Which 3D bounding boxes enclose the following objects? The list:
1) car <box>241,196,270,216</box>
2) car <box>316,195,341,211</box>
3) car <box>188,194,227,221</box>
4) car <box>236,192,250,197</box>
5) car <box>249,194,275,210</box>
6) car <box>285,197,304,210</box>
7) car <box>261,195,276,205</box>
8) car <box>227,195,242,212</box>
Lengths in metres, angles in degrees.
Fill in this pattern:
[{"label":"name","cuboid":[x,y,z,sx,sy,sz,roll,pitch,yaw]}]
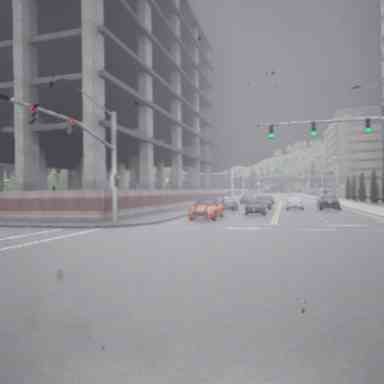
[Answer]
[{"label":"car","cuboid":[6.098,1.390,31.520,1.837,1.490,4.892,-1,0,16]},{"label":"car","cuboid":[15.032,1.099,36.879,2.097,1.767,4.553,-1,0,16]},{"label":"car","cuboid":[1.196,1.314,27.009,2.097,1.767,4.553,-1,0,16]},{"label":"car","cuboid":[9.224,1.172,55.670,2.097,1.767,4.553,-1,0,16]},{"label":"car","cuboid":[8.526,1.195,40.225,2.097,1.767,4.553,-1,0,16]},{"label":"car","cuboid":[11.883,1.319,38.612,1.812,1.442,4.674,-1,0,16]},{"label":"car","cuboid":[12.441,1.265,54.122,2.128,1.511,4.902,-1,0,16]},{"label":"car","cuboid":[4.049,1.437,37.220,1.812,1.442,4.674,-1,0,15]}]
